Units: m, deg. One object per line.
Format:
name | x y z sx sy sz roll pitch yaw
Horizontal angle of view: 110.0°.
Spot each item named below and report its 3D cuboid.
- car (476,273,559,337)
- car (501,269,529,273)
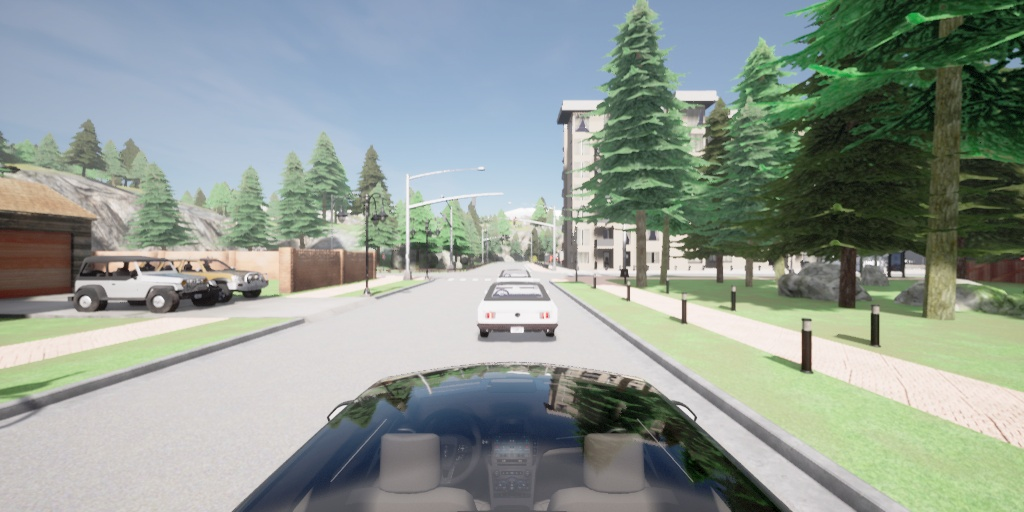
car | 0.134 1.350 10.192 1.895 1.301 4.718 0 0 0
car | 0.167 1.348 19.359 1.895 1.301 4.718 0 0 0
